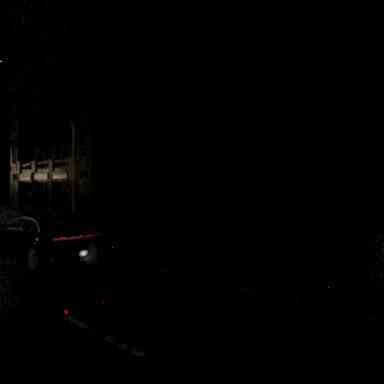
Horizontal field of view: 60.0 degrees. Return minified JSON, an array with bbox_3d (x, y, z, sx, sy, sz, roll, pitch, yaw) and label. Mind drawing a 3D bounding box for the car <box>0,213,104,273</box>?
[{"bbox_3d":[-4.745,1.426,10.590,4.902,1.511,2.128,0,1,42],"label":"car"}]
